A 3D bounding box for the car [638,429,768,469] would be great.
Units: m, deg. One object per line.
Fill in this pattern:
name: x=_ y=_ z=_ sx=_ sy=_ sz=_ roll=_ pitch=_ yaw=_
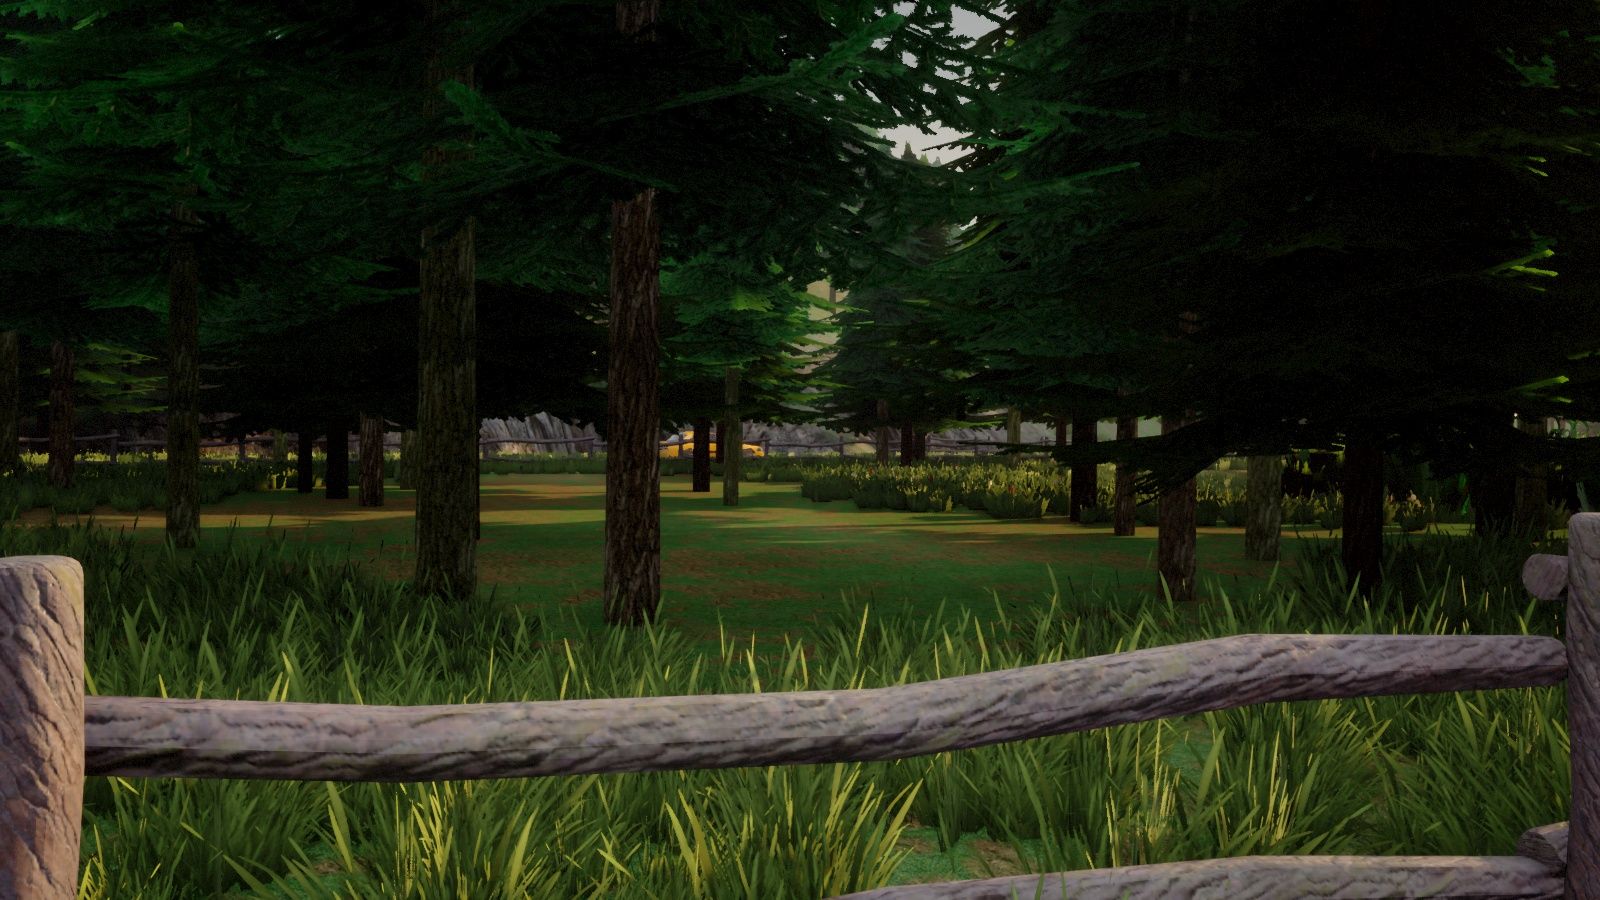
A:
car: x=-4.112 y=-0.067 z=53.810 sx=5.366 sy=1.575 sz=1.801 roll=-1 pitch=1 yaw=-35
